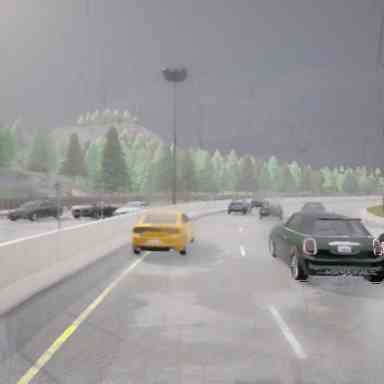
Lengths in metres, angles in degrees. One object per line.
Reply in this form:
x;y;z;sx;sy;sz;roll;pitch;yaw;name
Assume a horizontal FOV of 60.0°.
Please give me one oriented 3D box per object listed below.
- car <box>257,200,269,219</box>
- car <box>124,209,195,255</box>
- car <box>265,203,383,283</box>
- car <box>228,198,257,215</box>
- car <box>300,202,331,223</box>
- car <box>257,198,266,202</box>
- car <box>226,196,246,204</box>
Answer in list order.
7.054;1.645;29.310;1.895;1.301;4.718;0;0;16;car
-0.987;1.470;13.366;1.882;1.535;5.008;0;0;6;car
3.724;1.376;9.998;2.097;1.767;4.553;0;0;3;car
5.080;1.523;34.814;2.128;1.511;4.902;0;0;20;car
10.290;1.614;28.065;2.033;1.411;5.357;0;0;16;car
9.173;1.563;45.121;1.837;1.490;4.892;0;0;27;car
8.539;1.554;64.802;1.837;1.490;4.892;0;0;35;car
